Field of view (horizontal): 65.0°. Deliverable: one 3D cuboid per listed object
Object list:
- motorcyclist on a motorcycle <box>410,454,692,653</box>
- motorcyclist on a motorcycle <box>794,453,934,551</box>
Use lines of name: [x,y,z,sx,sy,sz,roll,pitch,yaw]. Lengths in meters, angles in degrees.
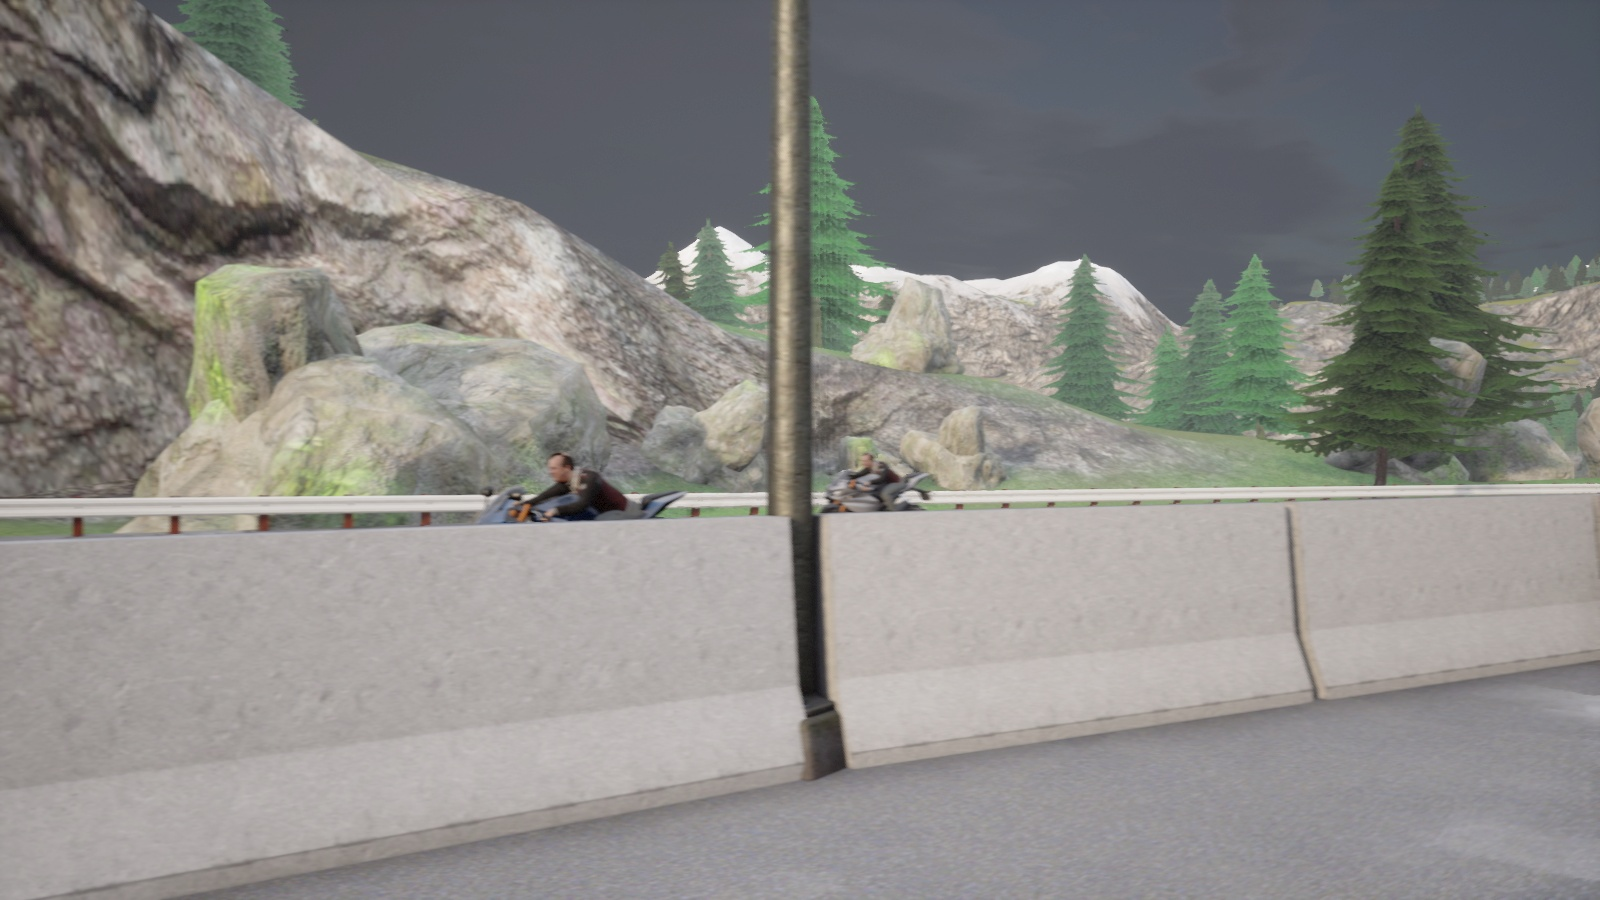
motorcyclist on a motorcycle: [-2.096,0.807,10.693,2.191,1.530,0.866,0,1,-33]
motorcyclist on a motorcycle: [1.063,0.823,20.797,2.191,1.530,0.866,0,0,-30]
